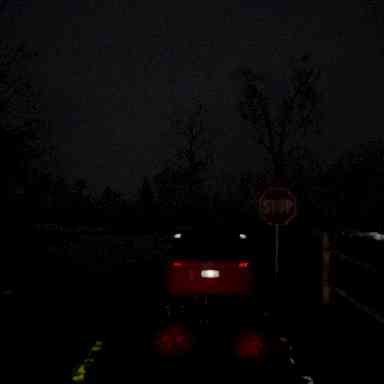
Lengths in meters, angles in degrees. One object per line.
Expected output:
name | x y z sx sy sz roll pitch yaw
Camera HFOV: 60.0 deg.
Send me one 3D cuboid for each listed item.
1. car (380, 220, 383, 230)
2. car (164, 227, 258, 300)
car | 13.578 1.866 19.745 4.181 1.385 1.994 1 1 0
car | 0.462 1.564 8.486 1.994 1.385 4.181 0 0 3
